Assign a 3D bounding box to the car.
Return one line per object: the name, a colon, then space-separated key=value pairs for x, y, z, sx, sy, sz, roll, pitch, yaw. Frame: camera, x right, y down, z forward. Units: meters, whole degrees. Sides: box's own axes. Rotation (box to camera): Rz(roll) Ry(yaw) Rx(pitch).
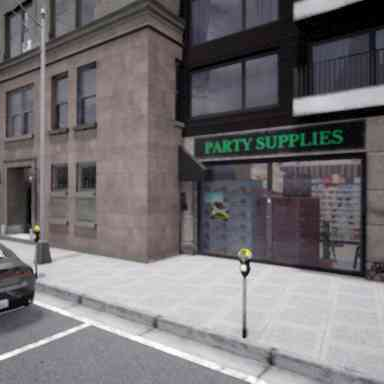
car: x=-4.784 y=1.533 z=6.477 sx=4.403 sy=1.369 sz=2.008 roll=0 pitch=0 yaw=35
